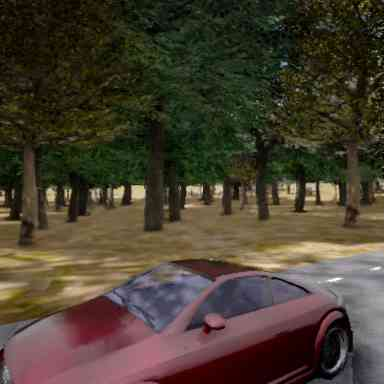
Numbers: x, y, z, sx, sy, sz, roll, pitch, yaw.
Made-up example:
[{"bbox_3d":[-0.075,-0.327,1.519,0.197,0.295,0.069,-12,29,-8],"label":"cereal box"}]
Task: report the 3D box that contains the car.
[{"bbox_3d":[0.035,1.565,3.964,4.181,1.385,1.994,0,0,-35],"label":"car"}]
